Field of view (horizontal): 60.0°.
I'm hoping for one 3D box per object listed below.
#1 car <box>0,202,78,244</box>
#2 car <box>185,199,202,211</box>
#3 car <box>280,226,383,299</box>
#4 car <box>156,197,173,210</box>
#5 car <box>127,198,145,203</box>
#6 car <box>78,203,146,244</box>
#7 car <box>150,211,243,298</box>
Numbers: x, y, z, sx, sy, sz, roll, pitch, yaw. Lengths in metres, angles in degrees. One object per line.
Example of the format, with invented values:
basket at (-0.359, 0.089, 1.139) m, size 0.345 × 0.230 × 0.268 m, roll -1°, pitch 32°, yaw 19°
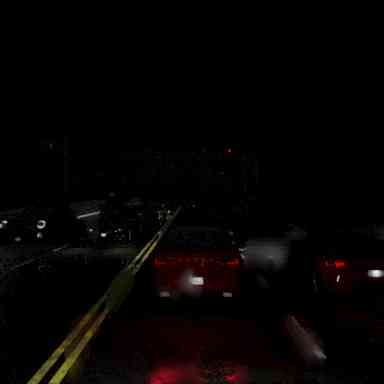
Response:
car at (-7.067, 1.335, 15.730) m, size 2.097 × 1.767 × 4.553 m, roll 0°, pitch 0°, yaw 0°
car at (0.181, 1.508, 37.619) m, size 2.033 × 1.411 × 5.357 m, roll 0°, pitch 0°, yaw 0°
car at (3.639, 1.555, 8.491) m, size 1.994 × 1.385 × 4.181 m, roll 0°, pitch 0°, yaw 1°
car at (-3.483, 1.447, 42.827) m, size 2.128 × 1.511 × 4.902 m, roll 0°, pitch 0°, yaw 0°
car at (-6.989, 1.482, 41.487) m, size 1.812 × 1.442 × 4.674 m, roll 0°, pitch 0°, yaw 0°
car at (-3.566, 1.488, 15.842) m, size 1.837 × 1.490 × 4.892 m, roll 0°, pitch 0°, yaw 0°
car at (0.100, 1.469, 8.540) m, size 1.882 × 1.535 × 5.008 m, roll 0°, pitch 0°, yaw 0°
